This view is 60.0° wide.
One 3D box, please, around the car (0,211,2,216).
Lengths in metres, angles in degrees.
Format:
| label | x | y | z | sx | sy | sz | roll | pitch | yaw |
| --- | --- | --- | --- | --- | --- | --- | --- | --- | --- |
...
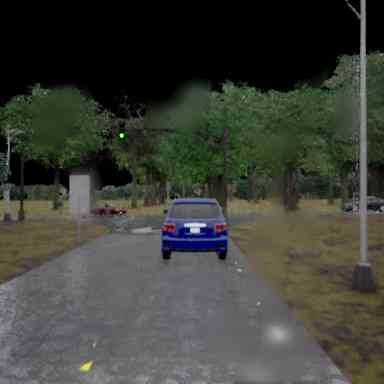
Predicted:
| label | x | y | z | sx | sy | sz | roll | pitch | yaw |
| --- | --- | --- | --- | --- | --- | --- | --- | --- | --- |
| car | -20.671 | 1.829 | 30.724 | 5.357 | 1.411 | 2.033 | -1 | -2 | 0 |

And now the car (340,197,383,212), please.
| label | x | y | z | sx | sy | sz | roll | pitch | yaw |
| --- | --- | --- | --- | --- | --- | --- | --- | --- | --- |
| car | 17.889 | 1.294 | 34.474 | 4.892 | 1.490 | 1.837 | -1 | -2 | 0 |

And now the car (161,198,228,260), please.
| label | x | y | z | sx | sy | sz | roll | pitch | yaw |
| --- | --- | --- | --- | --- | --- | --- | --- | --- | --- |
| car | 0.074 | 1.241 | 12.643 | 2.150 | 2.045 | 5.566 | 0 | 0 | 0 |

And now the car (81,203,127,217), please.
| label | x | y | z | sx | sy | sz | roll | pitch | yaw |
| --- | --- | --- | --- | --- | --- | --- | --- | --- | --- |
| car | -8.861 | 1.794 | 33.140 | 4.718 | 1.301 | 1.895 | -2 | -3 | 28 |

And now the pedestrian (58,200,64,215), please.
| label | x | y | z | sx | sy | sz | roll | pitch | yaw |
| --- | --- | --- | --- | --- | --- | --- | --- | --- | --- |
| pedestrian | -15.170 | 1.762 | 38.335 | 0.375 | 1.860 | 0.375 | 0 | -1 | 0 |
